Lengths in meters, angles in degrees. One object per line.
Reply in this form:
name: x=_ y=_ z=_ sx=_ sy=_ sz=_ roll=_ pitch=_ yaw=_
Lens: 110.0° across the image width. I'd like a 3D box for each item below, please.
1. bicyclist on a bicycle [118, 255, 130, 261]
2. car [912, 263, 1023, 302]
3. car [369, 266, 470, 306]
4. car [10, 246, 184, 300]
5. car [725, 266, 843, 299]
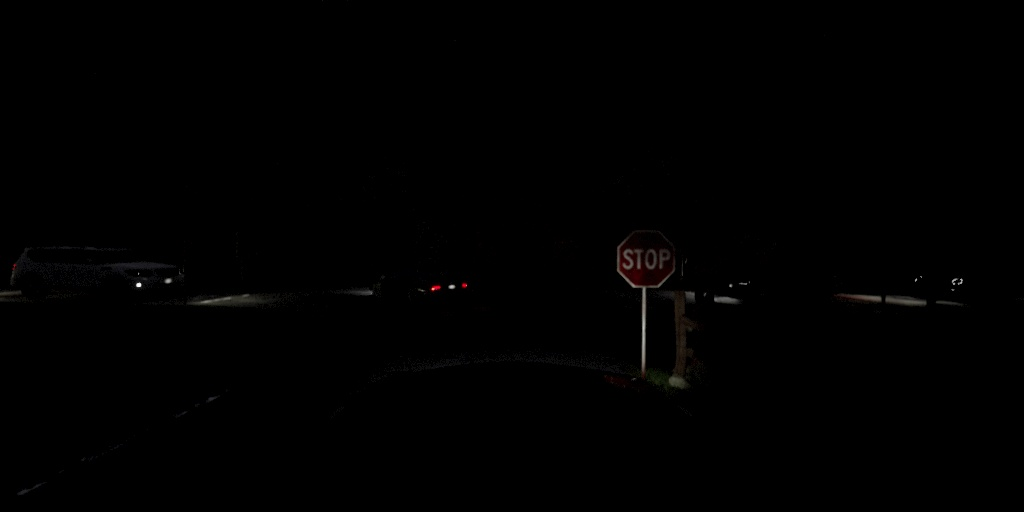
bicyclist on a bicycle: x=-22.425 y=0.695 z=20.725 sx=0.582 sy=1.620 sz=1.656 roll=1 pitch=1 yaw=1
car: x=22.224 y=1.179 z=17.148 sx=4.553 sy=1.767 sz=2.097 roll=1 pitch=1 yaw=1
car: x=-3.937 y=1.111 z=14.678 sx=2.033 sy=1.411 sz=5.357 roll=0 pitch=1 yaw=-44
car: x=-16.759 y=0.629 z=14.667 sx=5.566 sy=2.045 sz=2.150 roll=1 pitch=1 yaw=1
car: x=12.964 y=1.223 z=17.262 sx=4.892 sy=1.490 sz=1.837 roll=1 pitch=1 yaw=1
